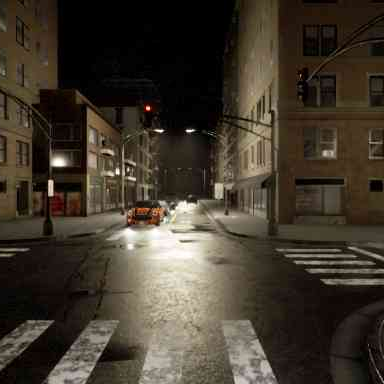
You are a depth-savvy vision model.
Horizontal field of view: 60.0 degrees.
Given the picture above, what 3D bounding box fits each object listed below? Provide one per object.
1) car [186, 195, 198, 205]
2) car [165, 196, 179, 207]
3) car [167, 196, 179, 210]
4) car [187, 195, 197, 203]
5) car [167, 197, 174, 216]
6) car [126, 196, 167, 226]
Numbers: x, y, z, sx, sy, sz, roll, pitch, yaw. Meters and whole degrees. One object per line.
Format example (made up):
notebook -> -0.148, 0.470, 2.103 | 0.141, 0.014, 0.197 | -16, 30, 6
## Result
car -> -0.014, 1.452, 59.309 | 2.128, 1.511, 4.902 | 0, 0, 0
car -> -3.158, 1.445, 52.629 | 1.882, 1.535, 5.008 | 0, 0, 0
car -> -3.171, 1.327, 42.273 | 2.097, 1.767, 4.553 | 0, 0, 0
car -> -0.035, 1.443, 69.672 | 2.128, 1.511, 4.902 | 0, 0, 0
car -> -3.159, 1.531, 32.488 | 2.033, 1.411, 5.357 | 0, 0, 0
car -> -3.140, 1.343, 23.033 | 2.097, 1.767, 4.553 | 0, 0, 0
